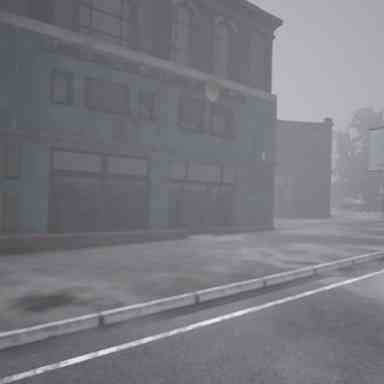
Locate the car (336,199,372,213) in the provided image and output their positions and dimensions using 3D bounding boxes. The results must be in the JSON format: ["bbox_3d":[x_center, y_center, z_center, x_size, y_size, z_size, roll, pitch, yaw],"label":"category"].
[{"bbox_3d":[19.083,1.549,39.346,1.882,1.535,5.008,2,-1,-7],"label":"car"}]
